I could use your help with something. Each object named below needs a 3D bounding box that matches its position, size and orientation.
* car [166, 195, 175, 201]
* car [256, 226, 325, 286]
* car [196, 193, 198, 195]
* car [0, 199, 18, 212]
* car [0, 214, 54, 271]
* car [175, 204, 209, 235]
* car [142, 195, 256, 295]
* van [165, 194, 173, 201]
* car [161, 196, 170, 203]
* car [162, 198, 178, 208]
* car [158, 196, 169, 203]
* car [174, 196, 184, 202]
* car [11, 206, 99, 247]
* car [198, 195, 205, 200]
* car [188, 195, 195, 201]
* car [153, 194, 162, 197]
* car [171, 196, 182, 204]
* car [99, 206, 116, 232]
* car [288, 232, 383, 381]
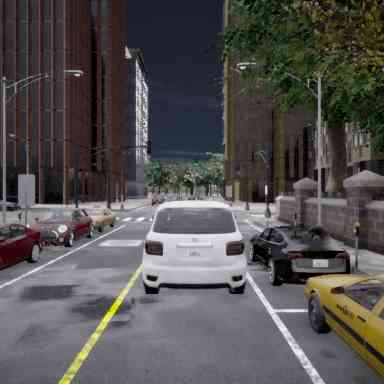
[{"bbox_3d":[-5.816,1.585,90.149,2.008,1.369,4.403,0,0,0],"label":"car"},{"bbox_3d":[2.755,1.566,9.208,1.947,1.339,4.313,0,0,0],"label":"car"},{"bbox_3d":[-0.046,1.550,78.655,1.812,1.442,4.674,0,0,0],"label":"car"},{"bbox_3d":[-19.190,1.203,31.510,5.357,1.411,2.033,1,0,-5],"label":"car"},{"bbox_3d":[-5.770,1.545,9.201,1.887,1.381,4.507,0,0,0],"label":"car"},{"bbox_3d":[0.091,1.527,19.936,1.812,1.442,4.674,0,0,3],"label":"car"},{"bbox_3d":[0.061,1.222,8.839,2.150,2.045,5.566,0,0,0],"label":"car"},{"bbox_3d":[-5.813,1.371,84.711,1.690,1.788,3.998,0,0,0],"label":"van"},{"bbox_3d":[-5.807,1.548,73.666,1.752,1.417,4.829,0,0,0],"label":"car"},{"bbox_3d":[-3.124,1.574,48.086,1.994,1.385,4.181,0,0,0],"label":"car"},{"bbox_3d":[-5.803,1.602,68.398,1.802,1.307,4.206,0,0,0],"label":"car"},{"bbox_3d":[-3.045,1.558,77.295,2.033,1.411,5.357,0,0,0],"label":"car"},{"bbox_3d":[-5.773,1.441,14.659,1.967,1.590,4.097,0,0,0],"label":"car"},{"bbox_3d":[2.706,1.564,95.761,1.752,1.417,4.829,0,0,0],"label":"car"},{"bbox_3d":[-0.052,1.533,88.561,1.837,1.490,4.892,0,0,0],"label":"car"},{"bbox_3d":[-5.798,1.329,57.523,2.192,1.841,5.009,0,0,0],"label":"car"},{"bbox_3d":[-3.061,1.583,66.956,1.994,1.385,4.181,0,0,1],"label":"car"},{"bbox_3d":[-5.776,1.527,19.945,1.752,1.417,4.829,0,0,0],"label":"car"},{"bbox_3d":[2.758,1.525,3.921,1.752,1.417,4.829,0,0,0],"label":"car"}]
